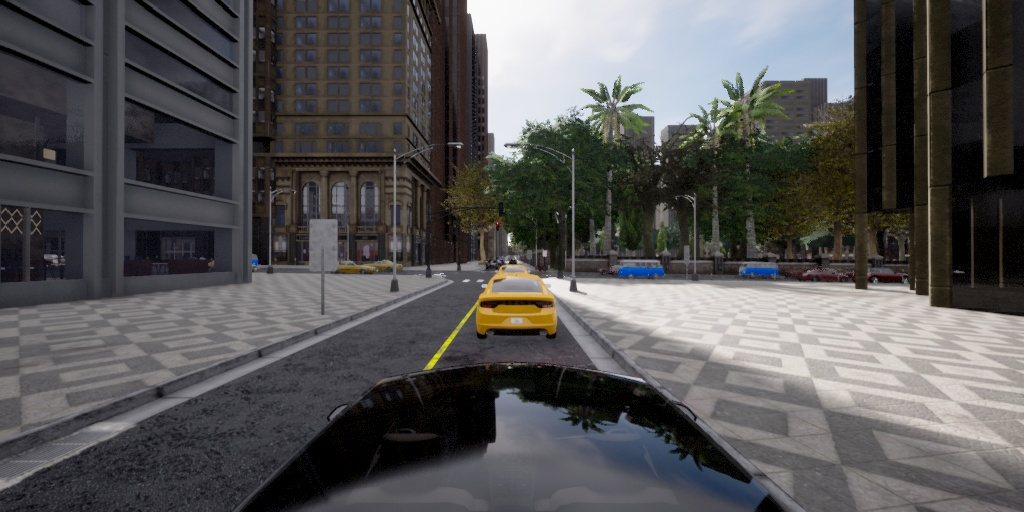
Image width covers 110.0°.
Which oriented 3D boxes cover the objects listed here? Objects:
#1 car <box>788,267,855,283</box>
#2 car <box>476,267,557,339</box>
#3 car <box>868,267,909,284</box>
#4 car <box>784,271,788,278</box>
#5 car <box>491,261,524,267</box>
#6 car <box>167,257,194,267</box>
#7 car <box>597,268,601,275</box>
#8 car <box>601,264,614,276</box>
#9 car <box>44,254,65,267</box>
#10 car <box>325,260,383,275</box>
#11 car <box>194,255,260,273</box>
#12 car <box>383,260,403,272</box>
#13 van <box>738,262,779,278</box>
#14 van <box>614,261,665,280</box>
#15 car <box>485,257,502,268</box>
[{"bbox_3d":[28.523,1.829,33.072,4.207,1.307,1.802,0,0,0],"label":"car"},{"bbox_3d":[0.115,1.229,10.136,1.882,1.535,5.008,0,0,0],"label":"car"},{"bbox_3d":[34.047,1.778,33.036,4.097,1.591,1.967,0,0,0],"label":"car"},{"bbox_3d":[32.855,1.877,38.902,4.674,1.442,1.812,1,0,0],"label":"car"},{"bbox_3d":[0.049,1.234,20.197,1.882,1.535,5.008,0,0,0],"label":"car"},{"bbox_3d":[-37.767,0.772,42.033,4.313,1.339,1.948,0,0,0],"label":"car"},{"bbox_3d":[11.998,1.604,41.707,4.207,1.307,1.802,0,0,0],"label":"car"},{"bbox_3d":[12.895,1.569,39.040,5.357,1.411,2.033,1,0,0],"label":"car"},{"bbox_3d":[-43.486,0.506,33.545,4.097,1.591,1.967,0,0,0],"label":"car"},{"bbox_3d":[-14.964,1.051,33.358,4.829,1.417,1.751,0,0,0],"label":"car"},{"bbox_3d":[-26.304,0.866,33.433,4.829,1.417,1.751,0,0,0],"label":"car"},{"bbox_3d":[-15.258,1.100,41.885,4.829,1.417,1.751,0,0,0],"label":"car"},{"bbox_3d":[28.568,1.636,41.598,3.998,1.789,1.690,0,0,0],"label":"van"},{"bbox_3d":[11.953,1.314,33.181,3.998,1.789,1.690,0,0,0],"label":"van"},{"bbox_3d":[-2.948,1.312,53.625,1.837,1.490,4.892,0,0,0],"label":"car"}]
